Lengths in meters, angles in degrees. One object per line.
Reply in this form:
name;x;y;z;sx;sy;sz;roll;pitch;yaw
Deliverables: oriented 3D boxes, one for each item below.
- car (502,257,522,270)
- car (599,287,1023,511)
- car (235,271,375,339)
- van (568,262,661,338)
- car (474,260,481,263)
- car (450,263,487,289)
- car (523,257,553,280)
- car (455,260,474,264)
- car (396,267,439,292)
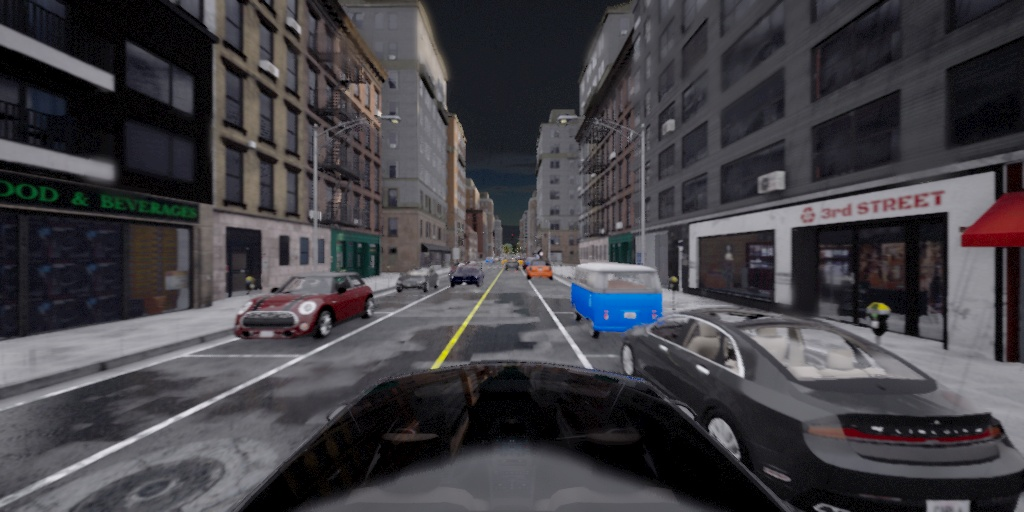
car;0.039;1.242;52.429;2.128;1.511;4.902;0;0;1
car;2.638;1.299;4.351;2.007;1.370;4.403;0;0;0
car;-5.385;1.189;9.864;1.967;1.591;4.097;0;0;0
van;2.640;1.089;9.861;1.690;1.789;3.998;0;0;0
car;-5.375;1.295;48.441;1.888;1.381;4.507;0;0;0
car;-2.843;1.350;23.567;1.895;1.301;4.718;0;0;0
car;2.270;1.102;30.735;2.097;1.767;4.553;0;0;0
car;-5.378;1.333;37.418;1.802;1.307;4.207;0;0;0
car;-5.383;1.300;20.885;2.007;1.370;4.403;0;0;0
